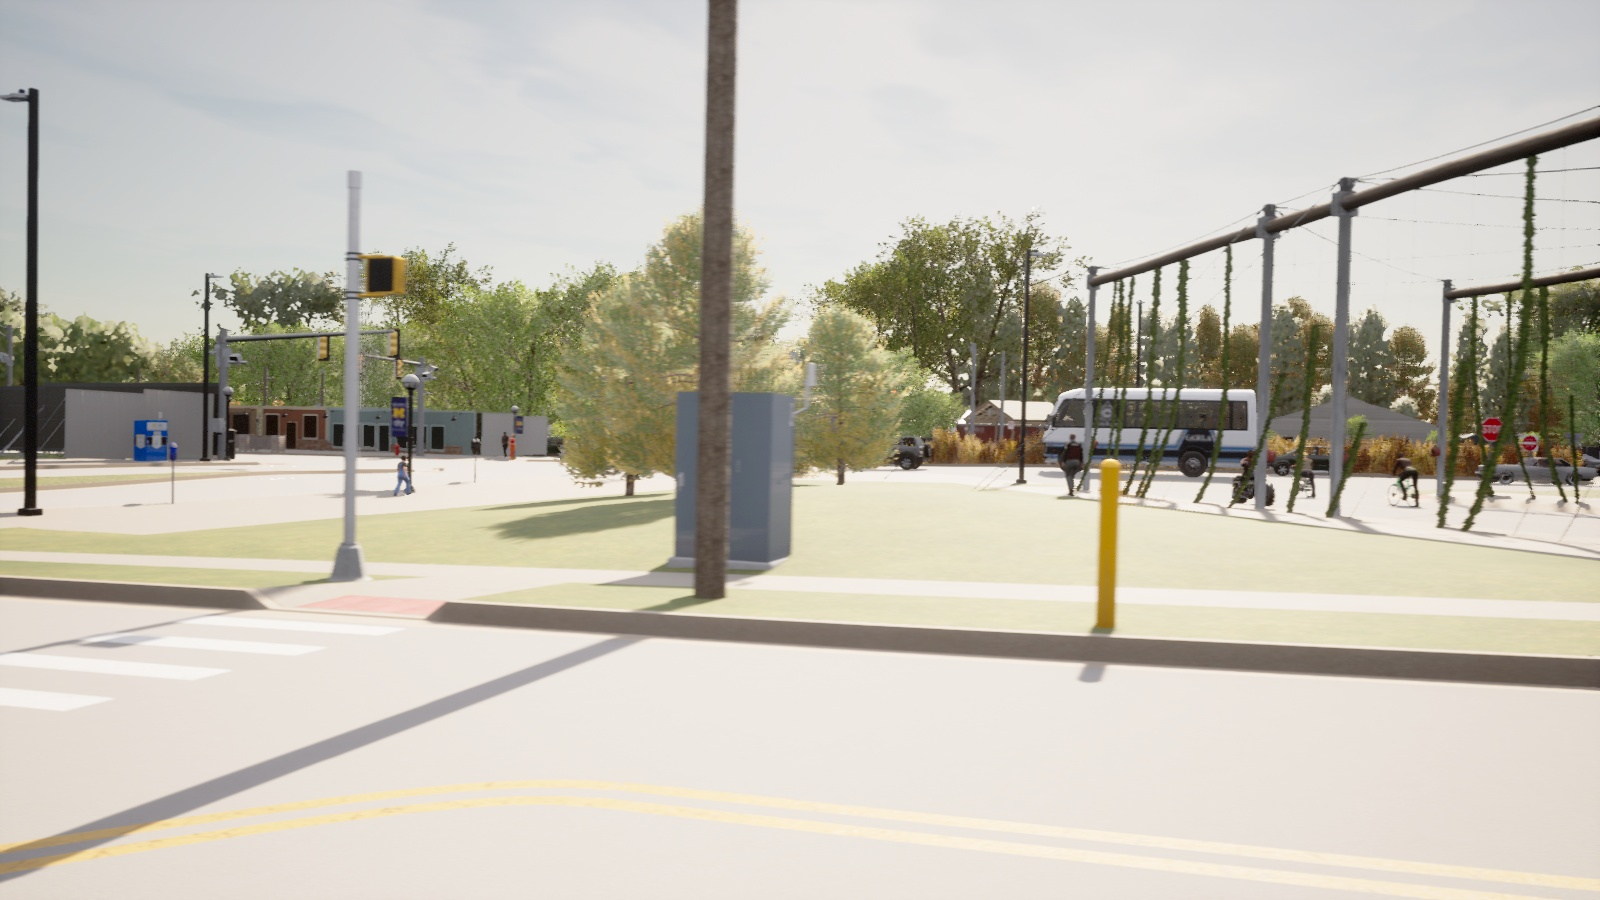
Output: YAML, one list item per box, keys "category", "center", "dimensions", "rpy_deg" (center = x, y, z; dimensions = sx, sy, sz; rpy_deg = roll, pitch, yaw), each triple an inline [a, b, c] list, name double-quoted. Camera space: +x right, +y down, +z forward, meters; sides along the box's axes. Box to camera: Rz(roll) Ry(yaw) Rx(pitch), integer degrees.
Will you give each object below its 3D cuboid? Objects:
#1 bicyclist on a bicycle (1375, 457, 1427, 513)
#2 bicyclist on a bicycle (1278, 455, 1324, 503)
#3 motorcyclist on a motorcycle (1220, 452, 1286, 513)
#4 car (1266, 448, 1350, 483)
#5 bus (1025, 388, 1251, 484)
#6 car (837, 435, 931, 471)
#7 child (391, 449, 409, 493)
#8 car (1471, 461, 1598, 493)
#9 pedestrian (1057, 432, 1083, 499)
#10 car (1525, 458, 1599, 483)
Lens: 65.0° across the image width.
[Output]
- category: "bicyclist on a bicycle"
  center: [17.953, 1.035, 37.531]
  dimensions: [0.582, 1.620, 1.656]
  rpy_deg: [2, 0, -6]
- category: "bicyclist on a bicycle"
  center: [17.481, 0.984, 43.840]
  dimensions: [0.866, 1.612, 1.509]
  rpy_deg: [2, 0, -4]
- category: "motorcyclist on a motorcycle"
  center: [12.886, 0.889, 35.793]
  dimensions: [0.766, 1.649, 2.350]
  rpy_deg: [2, 0, -6]
- category: "car"
  center: [25.228, 0.751, 62.430]
  dimensions: [3.705, 1.549, 1.789]
  rpy_deg: [2, 1, 18]
- category: "bus"
  center: [16.539, -0.776, 61.523]
  dimensions: [10.273, 4.253, 3.944]
  rpy_deg: [2, 2, 19]
- category: "car"
  center: [4.396, 0.139, 65.661]
  dimensions: [4.605, 1.855, 1.932]
  rpy_deg: [0, 1, 19]
- category: "child"
  center: [-11.697, 0.602, 36.743]
  dimensions: [0.270, 1.263, 0.437]
  rpy_deg: [2, 2, 19]
- category: "car"
  center: [34.159, 1.243, 58.511]
  dimensions: [4.718, 1.301, 1.895]
  rpy_deg: [2, 1, 8]
- category: "pedestrian"
  center: [7.604, 0.425, 35.345]
  dimensions: [0.376, 1.854, 0.720]
  rpy_deg: [1, 1, -12]
- category: "car"
  center: [47.715, 1.253, 78.169]
  dimensions: [1.994, 1.385, 4.181]
  rpy_deg: [0, 1, -20]
